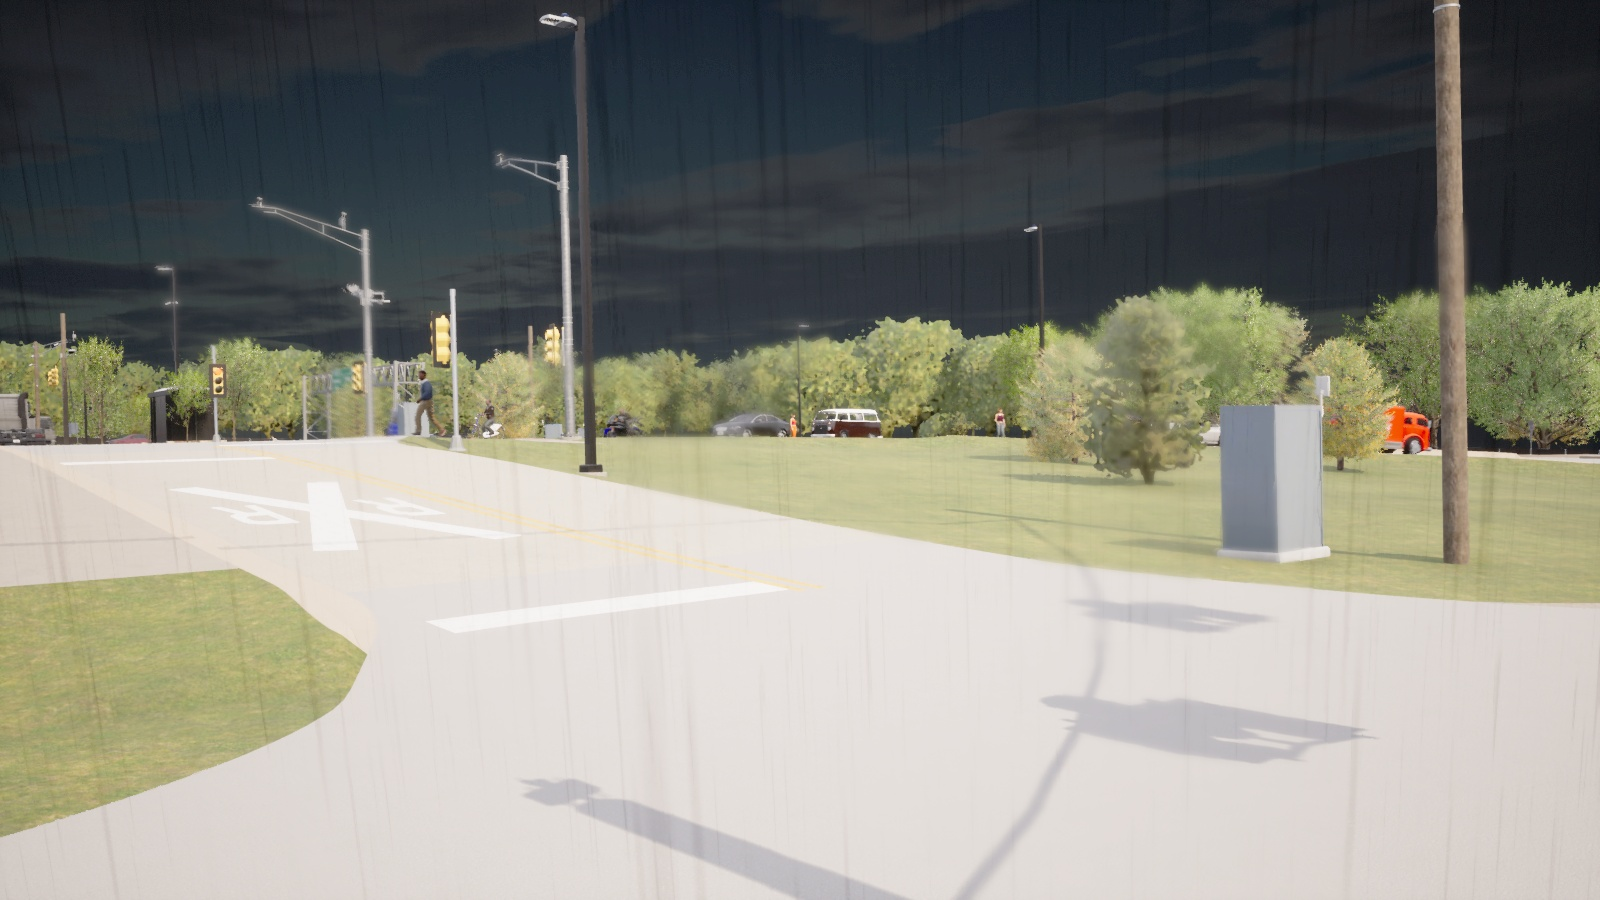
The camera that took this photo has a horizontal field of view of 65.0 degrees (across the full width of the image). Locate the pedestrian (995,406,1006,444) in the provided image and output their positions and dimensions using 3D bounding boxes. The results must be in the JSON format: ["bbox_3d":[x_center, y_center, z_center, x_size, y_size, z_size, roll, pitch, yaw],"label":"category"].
[{"bbox_3d":[9.669,-1.195,60.561,0.345,1.836,0.594,-2,1,-10],"label":"pedestrian"}]

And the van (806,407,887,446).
[{"bbox_3d":[2.609,-1.298,70.299,2.069,2.038,4.480,-1,-1,43],"label":"van"}]

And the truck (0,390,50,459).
[{"bbox_3d":[-42.448,-1.261,67.000,2.891,3.462,7.936,-2,1,-39],"label":"truck"}]

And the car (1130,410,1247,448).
[{"bbox_3d":[17.288,-0.933,56.027,4.514,1.525,2.007,2,0,-7],"label":"car"}]

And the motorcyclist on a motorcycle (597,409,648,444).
[{"bbox_3d":[-7.992,-1.046,56.679,0.866,1.530,2.191,-1,-1,44],"label":"motorcyclist on a motorcycle"}]

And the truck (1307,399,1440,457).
[{"bbox_3d":[27.916,-1.091,61.227,5.204,2.467,2.627,3,2,-13],"label":"truck"}]

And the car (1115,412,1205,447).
[{"bbox_3d":[19.970,-1.169,69.795,1.932,1.855,4.605,-2,2,-35],"label":"car"}]

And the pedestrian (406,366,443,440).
[{"bbox_3d":[-10.038,-1.251,33.617,0.788,1.949,0.423,-2,1,-40],"label":"pedestrian"}]

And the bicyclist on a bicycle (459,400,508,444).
[{"bbox_3d":[-13.017,-1.157,51.704,1.843,1.776,0.659,-1,0,-43],"label":"bicyclist on a bicycle"}]

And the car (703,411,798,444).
[{"bbox_3d":[-2.428,-1.098,62.692,2.128,1.511,4.902,-1,-1,36],"label":"car"}]
